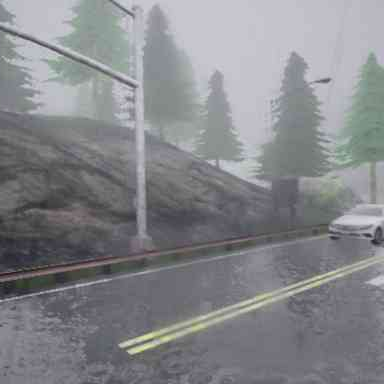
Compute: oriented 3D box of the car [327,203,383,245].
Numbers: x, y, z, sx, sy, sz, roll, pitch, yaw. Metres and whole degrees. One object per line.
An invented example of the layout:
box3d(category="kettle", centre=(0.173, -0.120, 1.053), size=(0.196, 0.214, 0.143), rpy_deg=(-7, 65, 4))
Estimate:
box3d(category="car", centre=(7.543, 1.221, 14.008), size=(4.674, 1.442, 1.812), rpy_deg=(-1, 0, -40))
